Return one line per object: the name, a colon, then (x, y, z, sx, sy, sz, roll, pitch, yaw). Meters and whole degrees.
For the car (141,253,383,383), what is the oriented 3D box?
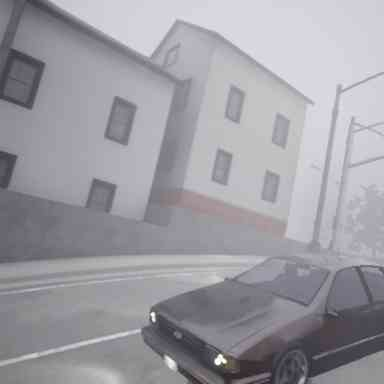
car: (1.969, 1.740, 5.295, 5.357, 1.411, 2.033, 5, -3, -34)
